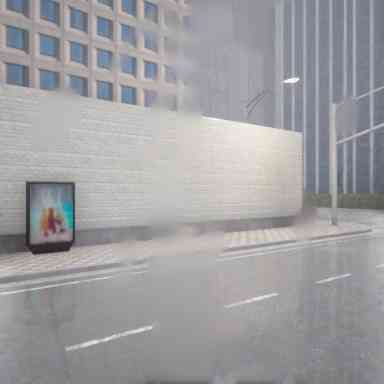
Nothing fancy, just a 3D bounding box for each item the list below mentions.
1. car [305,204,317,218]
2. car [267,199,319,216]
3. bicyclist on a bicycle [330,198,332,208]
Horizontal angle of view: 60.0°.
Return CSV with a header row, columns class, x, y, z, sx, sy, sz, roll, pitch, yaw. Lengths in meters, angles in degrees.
class,x,y,z,sx,sy,sz,roll,pitch,yaw
car,9.065,1.533,30.770,1.882,1.535,5.008,0,0,-36
car,10.446,1.547,34.856,2.128,1.511,4.902,0,0,-36
bicyclist on a bicycle,18.668,1.356,43.951,1.656,1.620,0.582,0,0,-36
